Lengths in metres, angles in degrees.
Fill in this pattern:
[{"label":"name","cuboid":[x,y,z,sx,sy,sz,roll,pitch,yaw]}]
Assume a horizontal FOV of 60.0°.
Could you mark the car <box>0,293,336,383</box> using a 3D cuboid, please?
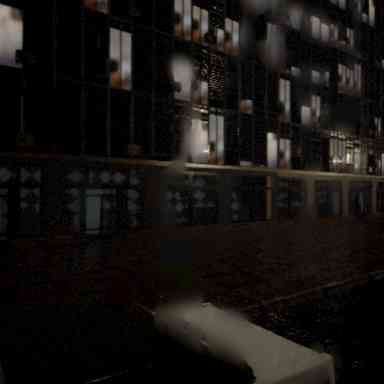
[{"label":"car","cuboid":[-1.157,1.602,2.247,4.718,1.301,1.895,0,0,-36]}]
